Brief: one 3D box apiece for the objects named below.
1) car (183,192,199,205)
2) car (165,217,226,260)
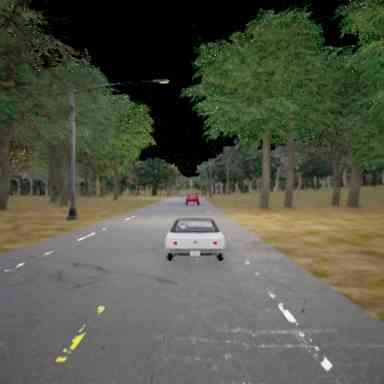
[{"bbox_3d":[0.091,1.063,57.311,2.150,2.045,5.566,0,0,0],"label":"car"},{"bbox_3d":[0.098,1.586,12.388,1.895,1.301,4.718,0,0,0],"label":"car"}]
